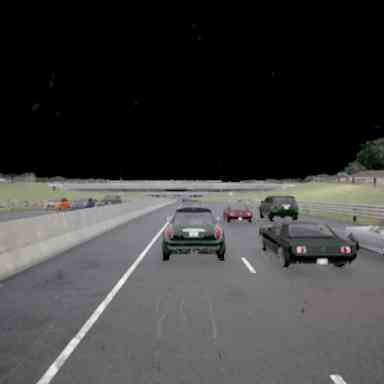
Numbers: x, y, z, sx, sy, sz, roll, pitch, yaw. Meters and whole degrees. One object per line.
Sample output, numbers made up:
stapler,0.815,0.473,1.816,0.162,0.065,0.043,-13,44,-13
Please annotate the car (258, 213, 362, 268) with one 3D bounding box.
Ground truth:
car,3.562,1.607,11.279,1.895,1.301,4.718,0,0,0

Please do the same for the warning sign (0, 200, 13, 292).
warning sign,-4.577,1.118,6.755,1.300,1.860,1.060,-1,-1,0

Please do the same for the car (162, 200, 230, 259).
car,0.059,1.360,12.717,2.097,1.767,4.553,0,0,0

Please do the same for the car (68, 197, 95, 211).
car,-14.297,1.553,44.092,2.097,1.767,4.553,0,-1,0

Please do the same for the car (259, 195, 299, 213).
car,6.999,1.282,27.325,2.150,2.045,5.566,0,0,0

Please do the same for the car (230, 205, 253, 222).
car,3.498,1.657,26.341,1.895,1.301,4.718,0,0,0

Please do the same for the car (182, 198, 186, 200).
car,-0.008,1.417,27.898,2.097,1.767,4.553,0,0,0

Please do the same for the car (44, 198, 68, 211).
car,-17.794,1.553,44.061,2.097,1.767,4.553,0,0,0

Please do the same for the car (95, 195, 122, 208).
car,-10.801,1.431,44.488,2.150,2.045,5.566,0,-1,0

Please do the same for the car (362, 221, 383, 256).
car,7.061,1.607,11.296,1.895,1.301,4.718,0,0,0
